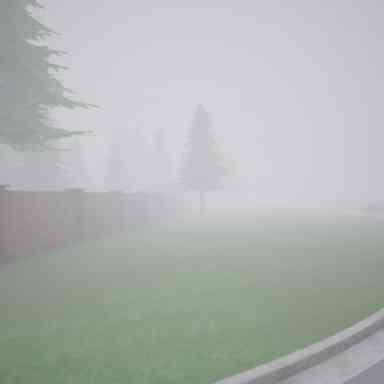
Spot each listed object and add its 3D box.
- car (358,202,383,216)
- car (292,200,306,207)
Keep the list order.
[{"bbox_3d":[20.561,1.865,37.001,2.033,1.411,5.357,-1,-1,2],"label":"car"},{"bbox_3d":[21.211,2.238,66.273,1.812,1.442,4.674,-1,-1,3],"label":"car"}]
